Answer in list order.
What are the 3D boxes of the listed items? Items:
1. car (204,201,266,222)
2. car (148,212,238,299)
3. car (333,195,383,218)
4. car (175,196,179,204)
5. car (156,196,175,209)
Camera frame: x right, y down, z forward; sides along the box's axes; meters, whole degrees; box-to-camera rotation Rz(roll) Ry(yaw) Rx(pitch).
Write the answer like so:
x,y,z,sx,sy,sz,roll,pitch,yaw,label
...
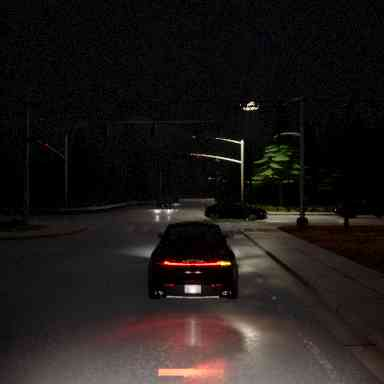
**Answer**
x,y,z,sx,sy,sz,roll,pitch,yaw,label
3.377,1.521,26.236,4.892,1.490,1.837,0,3,16,car
0.032,1.501,8.438,1.837,1.490,4.892,0,0,0,car
15.543,1.248,29.587,5.566,2.045,2.150,0,0,1,car
-3.570,1.548,64.898,2.033,1.411,5.357,0,0,1,car
-3.681,1.501,44.370,1.837,1.490,4.892,0,1,0,car
